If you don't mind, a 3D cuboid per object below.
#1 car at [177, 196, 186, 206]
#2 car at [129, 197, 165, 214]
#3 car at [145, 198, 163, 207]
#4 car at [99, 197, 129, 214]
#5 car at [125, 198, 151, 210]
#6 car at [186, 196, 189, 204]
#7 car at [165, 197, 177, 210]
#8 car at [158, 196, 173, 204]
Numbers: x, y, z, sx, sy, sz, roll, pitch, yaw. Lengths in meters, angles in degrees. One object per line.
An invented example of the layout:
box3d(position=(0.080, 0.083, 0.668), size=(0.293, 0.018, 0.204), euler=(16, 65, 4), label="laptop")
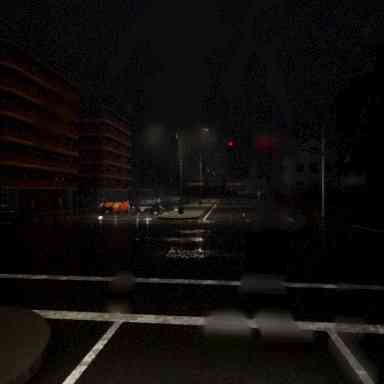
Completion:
box3d(position=(-2.684, 1.491, 53.135), size=(2.128, 1.511, 4.902), euler=(0, 0, 6), label="car")
box3d(position=(-4.590, 1.491, 34.880), size=(2.128, 1.511, 4.902), euler=(0, 0, 6), label="car")
box3d(position=(-6.124, 1.601, 53.900), size=(1.895, 1.301, 4.718), euler=(0, 0, 6), label="car")
box3d(position=(-8.105, 1.352, 34.951), size=(2.097, 1.767, 4.553), euler=(0, 0, 6), label="car")
box3d(position=(-7.120, 1.545, 44.369), size=(2.033, 1.411, 5.357), euler=(0, 0, 6), label="car")
box3d(position=(-1.631, 1.505, 63.037), size=(1.837, 1.490, 4.892), euler=(0, 0, 7), label="car")
box3d(position=(-3.634, 1.601, 44.090), size=(1.895, 1.301, 4.718), euler=(0, 0, 6), label="car")
box3d(position=(-5.062, 1.564, 63.874), size=(1.994, 1.385, 4.181), euler=(0, 0, 6), label="car")
